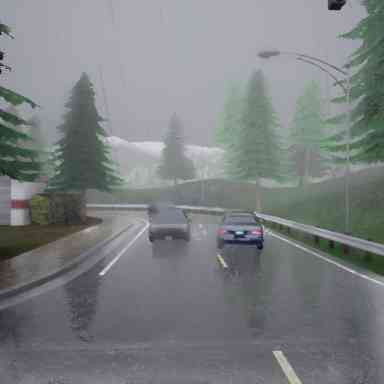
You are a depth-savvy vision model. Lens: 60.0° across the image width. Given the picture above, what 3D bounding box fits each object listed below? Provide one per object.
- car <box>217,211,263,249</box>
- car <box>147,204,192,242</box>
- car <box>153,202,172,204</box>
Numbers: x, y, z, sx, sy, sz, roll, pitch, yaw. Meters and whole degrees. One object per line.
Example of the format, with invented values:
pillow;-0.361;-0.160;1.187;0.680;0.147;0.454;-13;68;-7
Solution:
car;2.072;1.532;14.531;2.033;1.411;5.357;0;0;8
car;-1.033;1.528;16.492;2.033;1.411;5.357;0;0;-2
car;-2.346;1.521;27.310;2.033;1.411;5.357;0;0;-20
